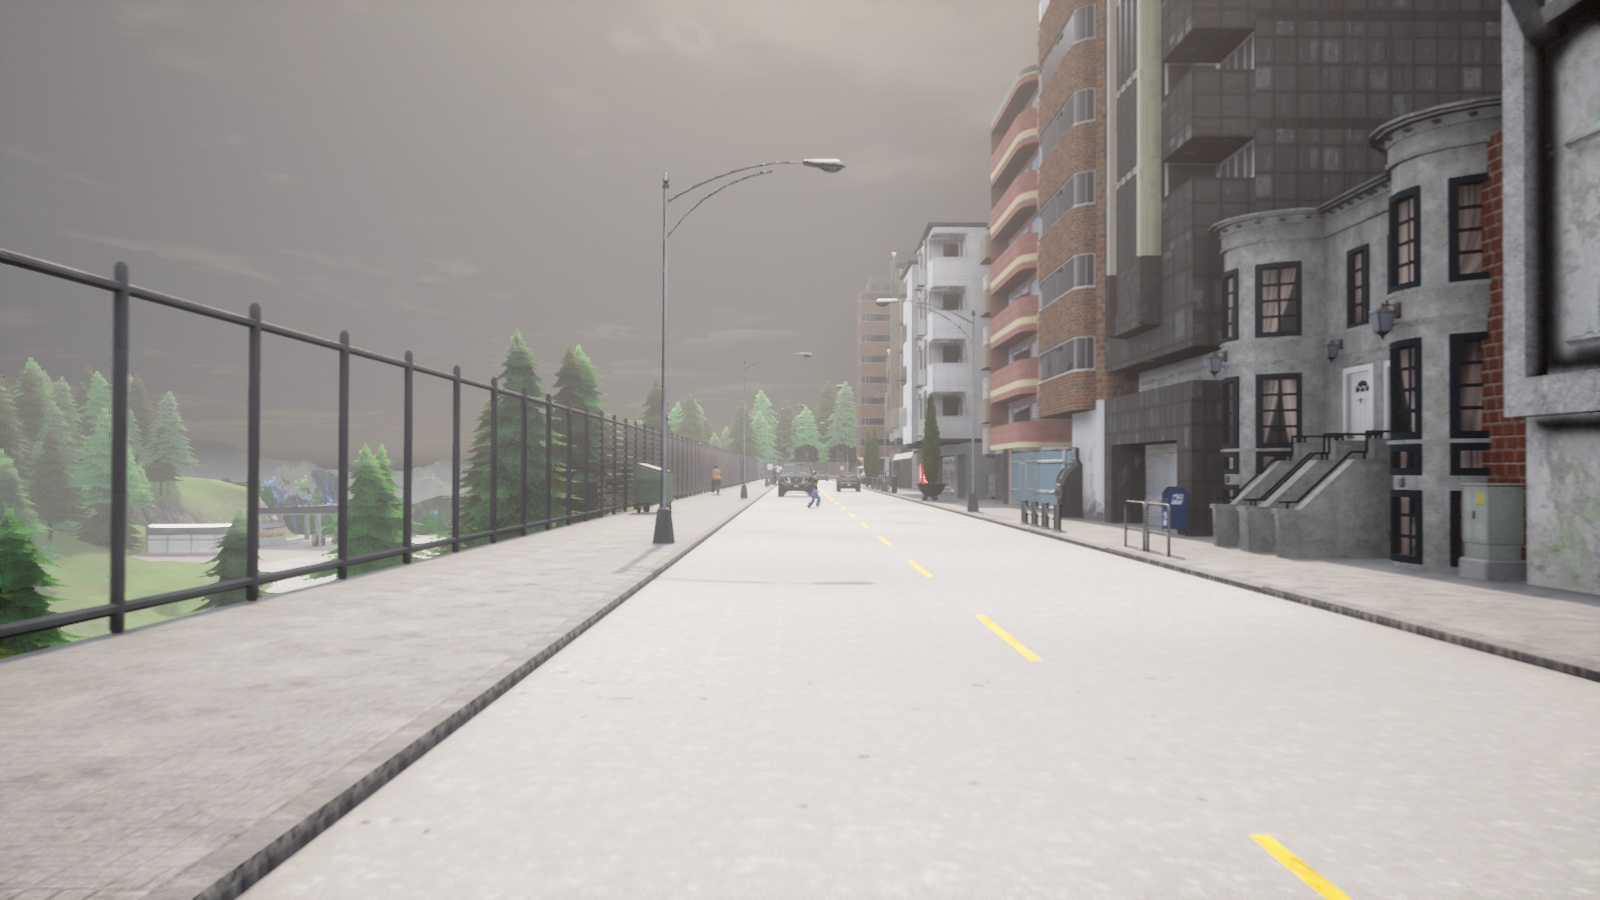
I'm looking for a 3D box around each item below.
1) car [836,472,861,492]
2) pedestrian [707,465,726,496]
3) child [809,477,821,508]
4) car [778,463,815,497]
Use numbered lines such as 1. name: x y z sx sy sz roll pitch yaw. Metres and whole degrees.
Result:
1. car: 3.727 2.438 97.034 1.816 1.474 4.193 0 -1 0
2. pedestrian: -5.052 1.814 75.835 0.874 1.855 0.900 0 -1 -25
3. child: 0.631 1.772 52.537 0.437 1.263 0.270 -1 -1 26
4. car: -0.216 1.822 76.941 2.150 2.045 5.566 0 -1 0
